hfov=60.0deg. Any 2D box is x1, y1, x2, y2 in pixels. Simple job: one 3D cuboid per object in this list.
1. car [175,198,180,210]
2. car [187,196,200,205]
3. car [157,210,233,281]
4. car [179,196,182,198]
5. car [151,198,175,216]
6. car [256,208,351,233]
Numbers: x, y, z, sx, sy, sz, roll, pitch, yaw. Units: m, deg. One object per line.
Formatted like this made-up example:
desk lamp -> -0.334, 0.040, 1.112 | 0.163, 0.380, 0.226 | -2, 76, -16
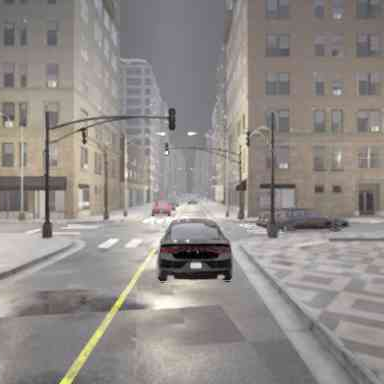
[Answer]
car -> -3.072, 1.786, 44.659 | 2.033, 1.411, 5.357 | 0, 0, 0
car -> 0.063, 1.954, 65.963 | 1.895, 1.301, 4.718 | 0, 0, 0
car -> 0.013, 1.532, 10.040 | 1.882, 1.535, 5.008 | 0, 0, -2
car -> -3.075, 1.798, 54.833 | 1.837, 1.490, 4.892 | 0, 0, 0
car -> -3.102, 1.664, 34.928 | 1.882, 1.535, 5.008 | 0, 0, -1
car -> 6.617, 1.661, 19.977 | 5.357, 1.411, 2.033 | 0, 0, -10
